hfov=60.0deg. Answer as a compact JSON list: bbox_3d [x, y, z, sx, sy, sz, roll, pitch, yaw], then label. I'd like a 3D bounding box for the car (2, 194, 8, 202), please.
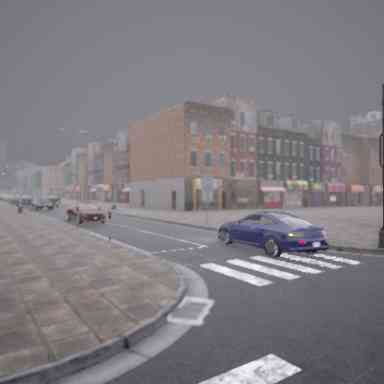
[{"bbox_3d":[-34.635,1.162,63.796,2.008,1.369,4.403,0,0,-34],"label":"car"}]

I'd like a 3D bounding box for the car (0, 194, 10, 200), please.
[{"bbox_3d":[-43.667,1.108,77.380,1.752,1.417,4.829,0,0,-34],"label":"car"}]

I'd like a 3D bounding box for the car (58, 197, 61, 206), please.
[{"bbox_3d":[-19.511,1.158,45.987,1.882,1.535,5.008,0,0,-34],"label":"car"}]

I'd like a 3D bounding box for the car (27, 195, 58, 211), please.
[{"bbox_3d":[-16.383,1.292,36.348,1.947,1.339,4.313,1,0,-34],"label":"car"}]

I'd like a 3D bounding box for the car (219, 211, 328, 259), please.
[{"bbox_3d":[2.792,1.432,12.316,1.812,1.442,4.674,1,0,-27],"label":"car"}]

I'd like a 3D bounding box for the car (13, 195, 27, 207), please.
[{"bbox_3d":[-22.632,1.157,45.053,1.882,1.535,5.008,0,0,-34],"label":"car"}]

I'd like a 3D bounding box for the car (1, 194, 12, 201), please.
[{"bbox_3d":[-40.719,1.135,72.947,1.887,1.381,4.507,0,0,-34],"label":"car"}]

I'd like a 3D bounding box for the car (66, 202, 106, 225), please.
[{"bbox_3d":[-7.257,1.362,22.624,1.887,1.381,4.507,1,0,-34],"label":"car"}]

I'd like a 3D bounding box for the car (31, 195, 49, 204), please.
[{"bbox_3d":[-24.657,1.248,53.726,1.895,1.301,4.718,0,0,-34],"label":"car"}]

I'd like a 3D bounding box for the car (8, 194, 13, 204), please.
[{"bbox_3d":[-26.513,1.158,50.880,1.837,1.490,4.892,0,0,-34],"label":"car"}]

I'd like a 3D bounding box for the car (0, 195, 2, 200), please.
[{"bbox_3d":[-37.677,1.145,68.371,1.887,1.381,4.507,0,0,-34],"label":"car"}]
